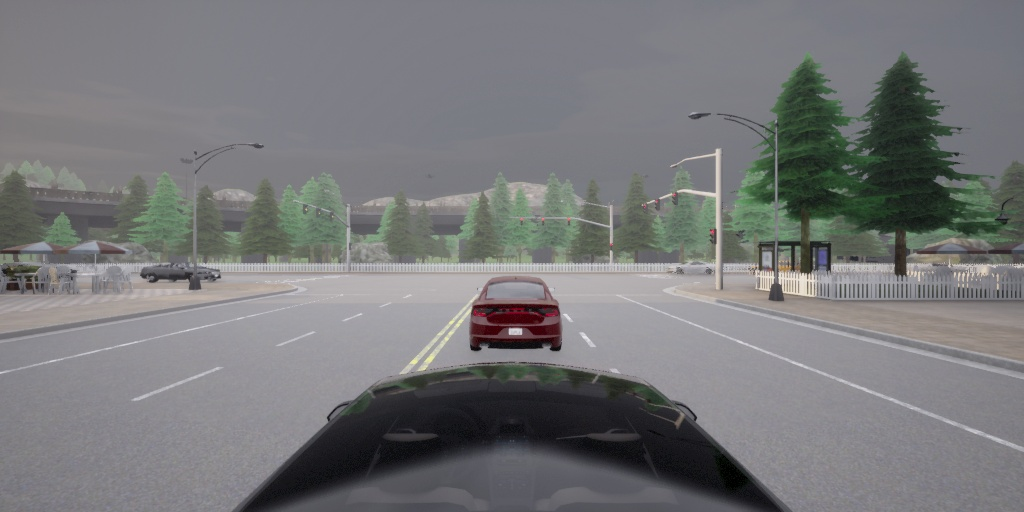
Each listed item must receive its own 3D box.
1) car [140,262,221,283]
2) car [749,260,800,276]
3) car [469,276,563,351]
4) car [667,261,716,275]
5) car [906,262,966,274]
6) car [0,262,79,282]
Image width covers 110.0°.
[{"bbox_3d":[-24.146,1.186,26.259,4.902,1.511,2.128,0,0,-2],"label":"car"},{"bbox_3d":[24.681,1.172,33.137,5.008,1.535,1.882,0,0,1],"label":"car"},{"bbox_3d":[0.100,1.228,9.014,1.882,1.535,5.008,0,0,1],"label":"car"},{"bbox_3d":[18.340,1.220,36.702,4.674,1.442,1.812,0,0,1],"label":"car"},{"bbox_3d":[41.590,1.295,35.763,4.718,1.301,1.895,0,0,10],"label":"car"},{"bbox_3d":[-34.881,1.172,26.161,5.008,1.535,1.882,0,0,-3],"label":"car"}]
